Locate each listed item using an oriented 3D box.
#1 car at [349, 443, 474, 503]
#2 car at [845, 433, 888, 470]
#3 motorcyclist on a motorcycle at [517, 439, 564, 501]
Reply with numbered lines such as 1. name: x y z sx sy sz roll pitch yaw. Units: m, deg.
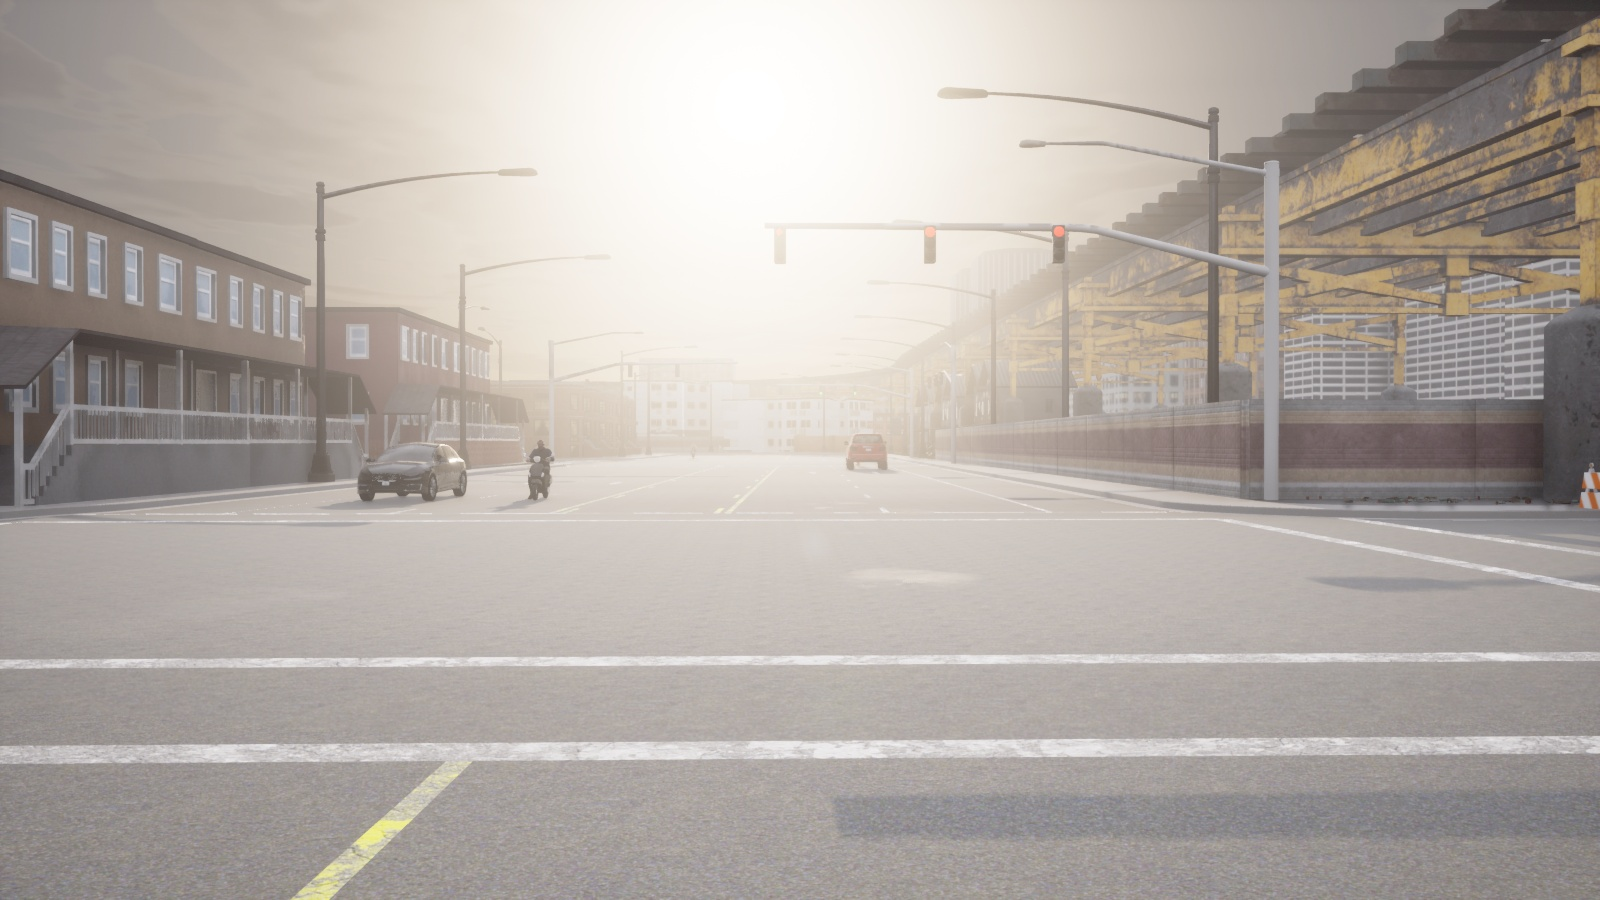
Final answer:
1. car: -10.382 0.551 33.929 1.837 1.490 4.892 0 0 0
2. car: 3.726 0.068 70.980 2.150 2.045 5.566 0 0 0
3. motorcyclist on a motorcycle: -6.884 0.506 33.335 0.866 1.590 1.817 0 0 0
